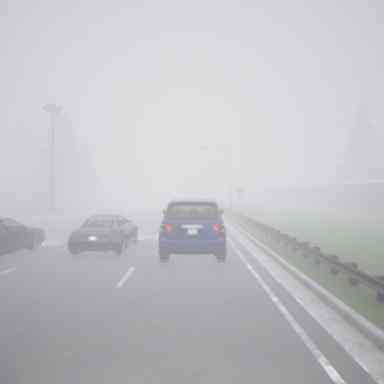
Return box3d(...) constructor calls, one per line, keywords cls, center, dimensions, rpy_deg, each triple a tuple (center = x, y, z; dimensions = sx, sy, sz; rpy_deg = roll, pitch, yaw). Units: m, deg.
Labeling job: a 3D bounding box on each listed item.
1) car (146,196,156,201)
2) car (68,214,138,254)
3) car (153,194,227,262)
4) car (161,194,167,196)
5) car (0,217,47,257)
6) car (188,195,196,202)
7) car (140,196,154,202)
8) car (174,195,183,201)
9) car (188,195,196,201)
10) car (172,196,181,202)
box3d(cls="car", center=(-10.532, 1.596, 86.136), dimensions=(1.895, 1.301, 4.718), rpy_deg=(0, 0, 0))
box3d(cls="car", center=(-3.446, 1.583, 13.601), dimensions=(1.994, 1.385, 4.181), rpy_deg=(0, 0, 0))
box3d(cls="car", center=(0.039, 1.240, 12.381), dimensions=(2.150, 2.045, 5.566), rpy_deg=(0, 0, 1))
box3d(cls="car", center=(-7.029, 1.686, 76.962), dimensions=(1.895, 1.301, 4.718), rpy_deg=(0, 0, 0))
box3d(cls="car", center=(-6.972, 1.562, 11.322), dimensions=(2.033, 1.411, 5.357), rpy_deg=(0, 0, 1))
box3d(cls="car", center=(-0.029, 1.571, 76.519), dimensions=(1.837, 1.490, 4.892), rpy_deg=(0, 0, 0))
box3d(cls="car", center=(-10.528, 1.627, 75.681), dimensions=(2.033, 1.411, 5.357), rpy_deg=(0, 0, 0))
box3d(cls="car", center=(-3.532, 1.541, 86.109), dimensions=(2.033, 1.411, 5.357), rpy_deg=(0, 0, 0))
box3d(cls="car", center=(-0.032, 1.554, 86.110), dimensions=(1.994, 1.385, 4.181), rpy_deg=(0, 0, 0))
box3d(cls="car", center=(-3.529, 1.640, 76.100), dimensions=(1.994, 1.385, 4.181), rpy_deg=(0, 0, 0))
